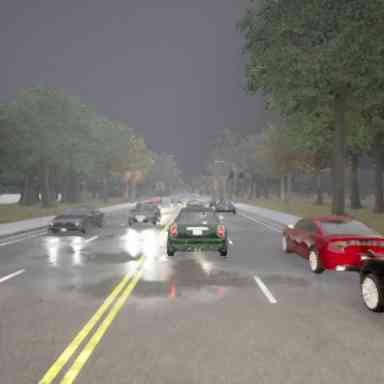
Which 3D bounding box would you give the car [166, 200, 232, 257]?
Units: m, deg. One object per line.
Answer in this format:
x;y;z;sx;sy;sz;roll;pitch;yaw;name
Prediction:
0.191;1.349;13.097;2.097;1.767;4.553;0;0;0;car

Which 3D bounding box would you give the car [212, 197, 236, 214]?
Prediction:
3.501;1.586;35.364;1.994;1.385;4.181;0;0;0;car

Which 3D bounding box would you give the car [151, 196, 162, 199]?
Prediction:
-6.332;1.532;60.188;1.882;1.535;5.008;0;0;1;car

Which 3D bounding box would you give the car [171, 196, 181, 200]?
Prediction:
-3.066;1.602;64.310;1.812;1.442;4.674;0;0;0;car

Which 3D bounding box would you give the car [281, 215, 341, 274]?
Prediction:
4.302;1.486;10.666;1.882;1.535;5.008;0;0;0;car

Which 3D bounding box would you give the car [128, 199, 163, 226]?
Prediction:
-3.198;1.482;23.156;2.128;1.511;4.902;0;0;0;car

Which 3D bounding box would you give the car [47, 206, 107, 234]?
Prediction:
-6.468;1.528;19.443;2.033;1.411;5.357;0;0;0;car

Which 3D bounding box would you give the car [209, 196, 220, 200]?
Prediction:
3.473;1.394;46.584;2.097;1.767;4.553;0;0;0;car

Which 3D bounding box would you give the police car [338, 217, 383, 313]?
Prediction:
4.255;1.435;4.768;1.930;1.638;5.238;0;0;0;police car

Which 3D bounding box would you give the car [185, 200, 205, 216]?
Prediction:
0.291;1.535;33.178;1.812;1.442;4.674;0;0;0;car
